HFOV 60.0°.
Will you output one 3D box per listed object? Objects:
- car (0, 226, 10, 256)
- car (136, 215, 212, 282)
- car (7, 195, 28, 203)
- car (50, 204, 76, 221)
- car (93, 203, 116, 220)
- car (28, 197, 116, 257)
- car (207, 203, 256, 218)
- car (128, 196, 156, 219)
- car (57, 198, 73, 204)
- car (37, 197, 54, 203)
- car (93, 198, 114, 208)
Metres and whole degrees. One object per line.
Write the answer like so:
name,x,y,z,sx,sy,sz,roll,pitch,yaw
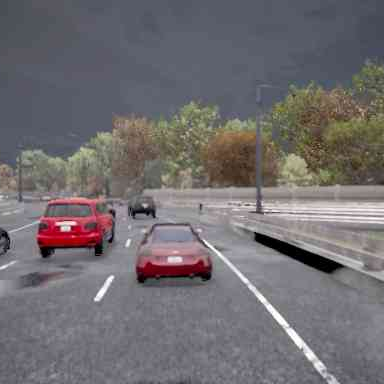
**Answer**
car,-7.697,1.430,10.553,2.097,1.767,4.553,0,0,-6
car,-0.599,1.615,10.057,1.994,1.385,4.181,0,0,-5
car,-41.131,1.602,77.413,5.566,2.045,2.150,0,0,41
car,-11.770,1.791,30.647,1.895,1.301,4.718,0,0,-17
car,-8.216,1.780,30.972,1.895,1.301,4.718,0,0,-17
car,-4.479,1.304,13.603,2.150,2.045,5.566,0,0,-7
car,3.662,1.678,31.538,4.718,1.301,1.895,0,0,41
car,-4.879,1.391,31.946,2.150,2.045,5.566,0,0,-16
car,-28.257,2.004,74.164,1.994,1.385,4.181,0,0,-42
car,-36.380,1.978,82.553,4.718,1.301,1.895,0,0,41
car,-14.581,1.745,54.589,1.837,1.490,4.892,0,0,-32
